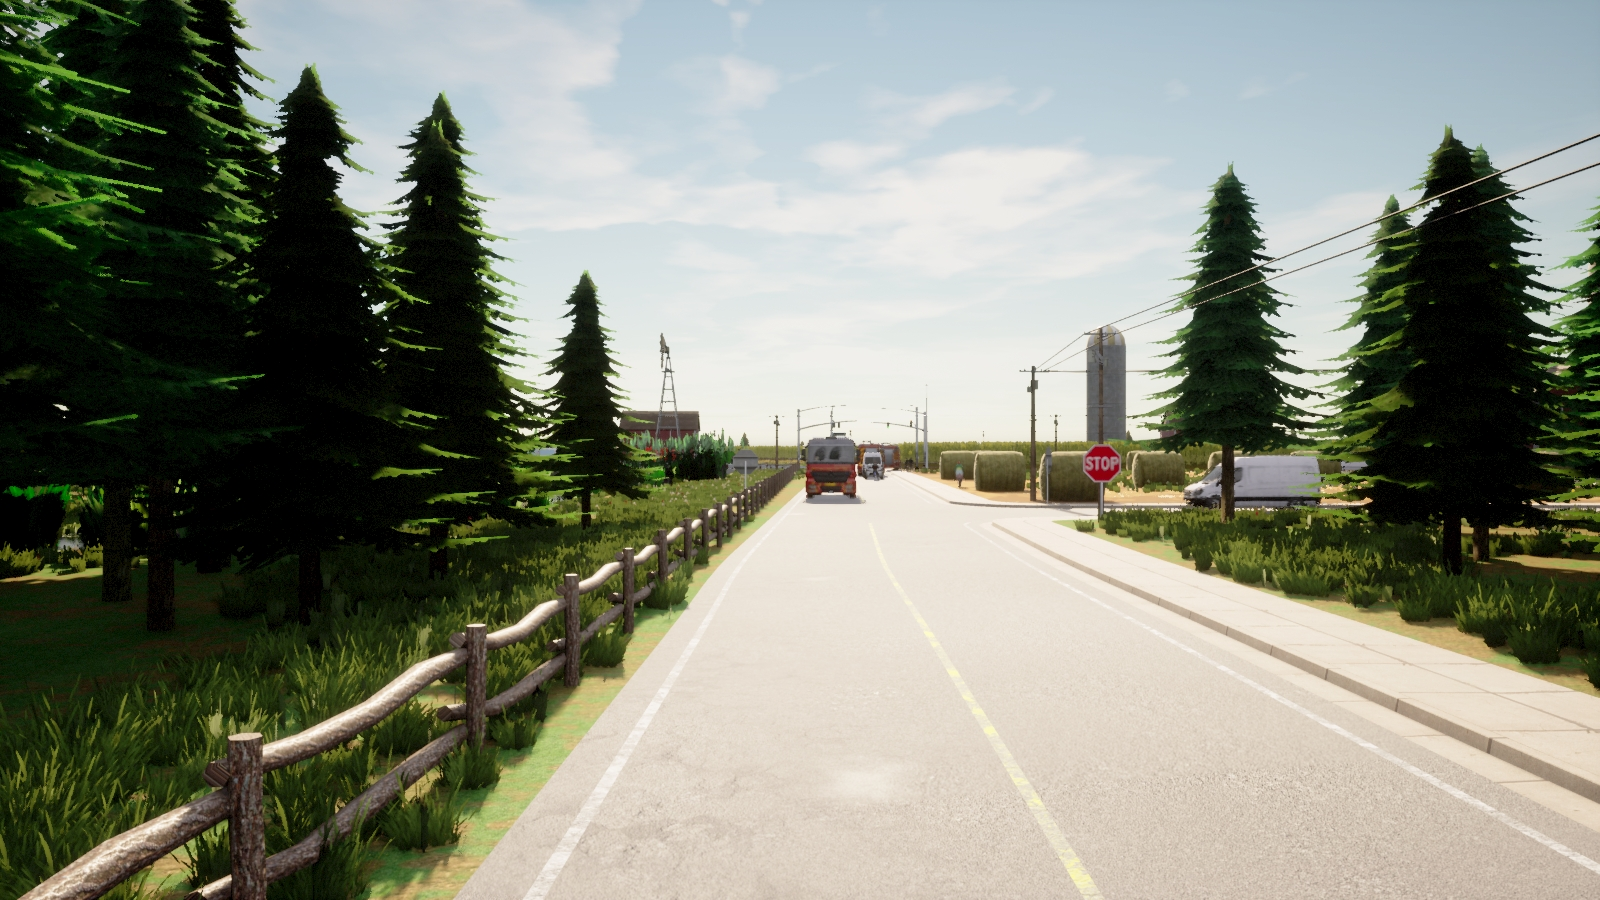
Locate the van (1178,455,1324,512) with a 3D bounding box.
[{"bbox_3d":[20.683,1.534,52.580,5.915,2.561,1.988,0,0,0],"label":"van"}]

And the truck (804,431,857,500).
[{"bbox_3d":[1.864,0.855,67.542,2.891,3.827,8.468,0,0,2],"label":"truck"}]
